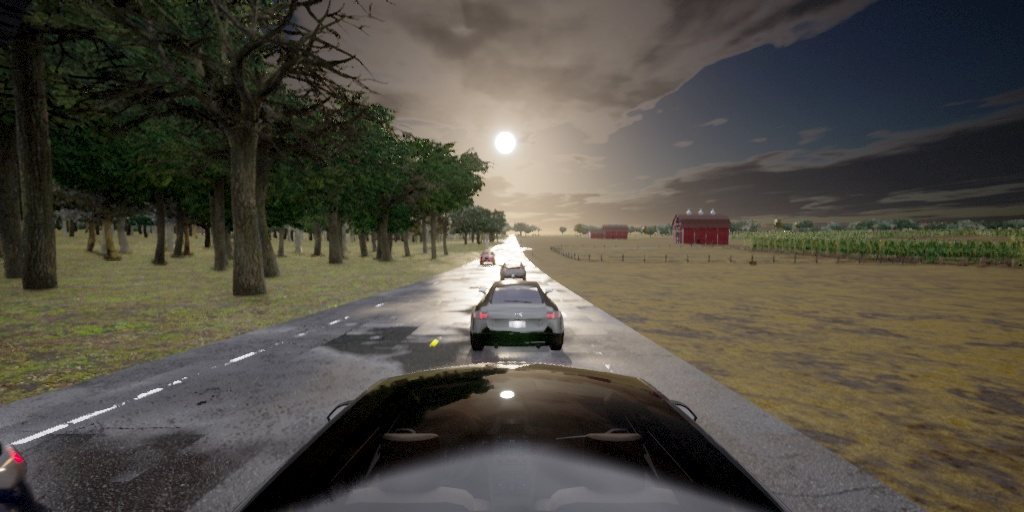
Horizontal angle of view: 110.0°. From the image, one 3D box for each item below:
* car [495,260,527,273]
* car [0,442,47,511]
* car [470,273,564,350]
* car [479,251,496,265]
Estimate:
[{"bbox_3d":[0.074,1.100,26.657,2.128,1.511,4.902,0,1,0],"label":"car"},{"bbox_3d":[-3.597,1.319,0.207,1.994,1.385,4.181,0,0,0],"label":"car"},{"bbox_3d":[0.093,1.288,8.971,1.994,1.385,4.181,0,0,0],"label":"car"},{"bbox_3d":[-3.609,0.225,53.541,2.150,2.045,5.566,0,2,0],"label":"car"}]
